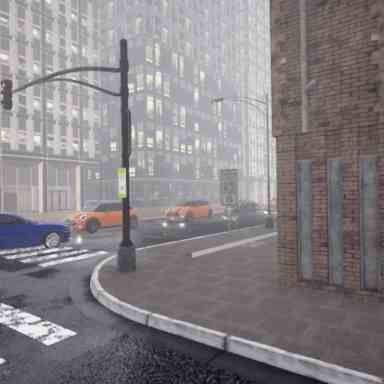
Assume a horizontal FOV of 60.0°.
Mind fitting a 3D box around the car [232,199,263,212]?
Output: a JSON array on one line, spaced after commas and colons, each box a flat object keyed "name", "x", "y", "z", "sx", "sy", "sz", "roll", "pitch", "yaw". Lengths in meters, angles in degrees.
[{"name": "car", "x": 6.953, "y": 1.685, "z": 41.383, "sx": 1.752, "sy": 1.417, "sz": 4.829, "roll": -2, "pitch": -1, "yaw": 36}]

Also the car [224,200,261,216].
[{"name": "car", "x": 5.095, "y": 1.587, "z": 34.374, "sx": 2.128, "sy": 1.511, "sz": 4.902, "roll": -1, "pitch": -1, "yaw": 36}]

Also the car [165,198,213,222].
[{"name": "car", "x": -0.181, "y": 1.429, "z": 27.077, "sx": 2.097, "sy": 1.767, "sz": 4.553, "roll": -1, "pitch": -1, "yaw": 36}]

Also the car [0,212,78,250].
[{"name": "car", "x": -7.245, "y": 1.474, "z": 12.574, "sx": 5.008, "sy": 1.535, "sz": 1.882, "roll": 0, "pitch": 1, "yaw": -38}]

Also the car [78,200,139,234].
[{"name": "car", "x": -5.385, "y": 1.413, "z": 19.921, "sx": 2.097, "sy": 1.767, "sz": 4.553, "roll": -1, "pitch": -1, "yaw": 37}]

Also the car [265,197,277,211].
[{"name": "car", "x": 11.035, "y": 1.468, "z": 42.556, "sx": 2.097, "sy": 1.767, "sz": 4.553, "roll": -1, "pitch": -1, "yaw": 36}]

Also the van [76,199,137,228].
[{"name": "van", "x": -5.946, "y": 1.456, "z": 23.520, "sx": 1.690, "sy": 1.788, "sz": 3.998, "roll": -2, "pitch": -1, "yaw": 36}]
